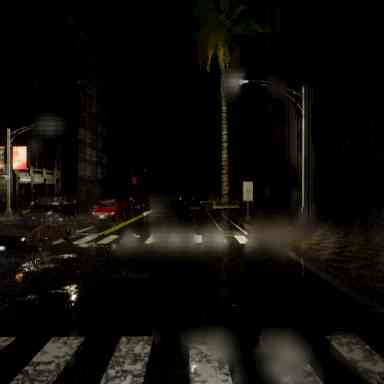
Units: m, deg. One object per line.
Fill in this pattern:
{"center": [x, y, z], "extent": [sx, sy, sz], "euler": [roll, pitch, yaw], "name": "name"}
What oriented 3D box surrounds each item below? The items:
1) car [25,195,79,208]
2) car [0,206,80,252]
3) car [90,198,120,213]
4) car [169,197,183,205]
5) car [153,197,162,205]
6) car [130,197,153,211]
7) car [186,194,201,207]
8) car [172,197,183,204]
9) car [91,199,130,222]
{"center": [-9.758, 1.227, 23.467], "extent": [2.150, 2.045, 5.566], "euler": [0, 0, 1], "name": "car"}
{"center": [-6.542, 1.549, 14.095], "extent": [2.033, 1.411, 5.357], "euler": [0, 0, 0], "name": "car"}
{"center": [-9.700, 1.505, 37.549], "extent": [2.128, 1.511, 4.902], "euler": [0, 0, 0], "name": "car"}
{"center": [-2.935, 1.610, 57.709], "extent": [1.994, 1.385, 4.181], "euler": [0, 0, 1], "name": "car"}
{"center": [-6.274, 1.583, 57.965], "extent": [1.812, 1.442, 4.674], "euler": [0, 0, 0], "name": "car"}
{"center": [-6.427, 1.524, 42.036], "extent": [1.837, 1.490, 4.892], "euler": [0, 0, 0], "name": "car"}
{"center": [0.209, 1.259, 53.417], "extent": [2.150, 2.045, 5.566], "euler": [0, 0, 0], "name": "car"}
{"center": [-2.896, 1.633, 67.667], "extent": [1.994, 1.385, 4.181], "euler": [0, 0, 0], "name": "car"}
{"center": [-6.491, 1.532, 26.334], "extent": [1.812, 1.442, 4.674], "euler": [0, 0, 0], "name": "car"}
